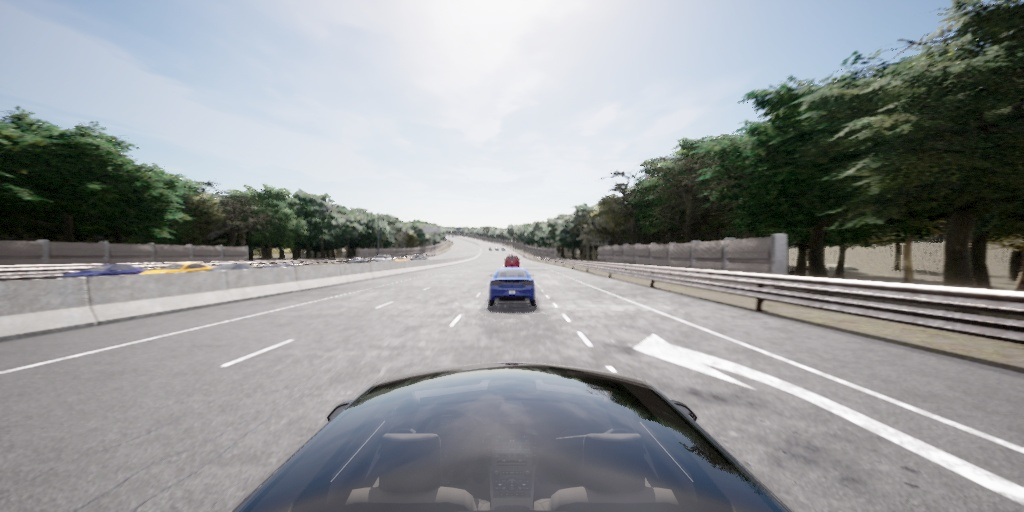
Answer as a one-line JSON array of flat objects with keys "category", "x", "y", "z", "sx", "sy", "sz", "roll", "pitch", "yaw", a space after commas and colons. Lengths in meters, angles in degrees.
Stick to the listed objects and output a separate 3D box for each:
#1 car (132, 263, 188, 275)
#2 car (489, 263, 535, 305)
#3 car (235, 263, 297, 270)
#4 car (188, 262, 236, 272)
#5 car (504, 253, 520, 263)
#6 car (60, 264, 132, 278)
[{"category": "car", "x": -24.568, "y": 1.237, "z": 26.753, "sx": 1.882, "sy": 1.535, "sz": 5.008, "roll": 0, "pitch": 0, "yaw": 0}, {"category": "car", "x": 0.008, "y": 1.241, "z": 16.262, "sx": 1.882, "sy": 1.535, "sz": 5.008, "roll": 0, "pitch": 0, "yaw": 0}, {"category": "car", "x": -17.572, "y": 1.307, "z": 26.992, "sx": 2.033, "sy": 1.411, "sz": 5.357, "roll": 0, "pitch": 0, "yaw": 0}, {"category": "car", "x": -21.070, "y": 1.285, "z": 26.844, "sx": 1.812, "sy": 1.442, "sz": 4.674, "roll": 0, "pitch": 0, "yaw": 0}, {"category": "car", "x": 0.026, "y": 0.899, "z": 52.016, "sx": 2.150, "sy": 2.045, "sz": 5.566, "roll": 0, "pitch": 0, "yaw": 0}, {"category": "car", "x": -28.074, "y": 1.287, "z": 24.937, "sx": 1.812, "sy": 1.442, "sz": 4.674, "roll": 0, "pitch": 0, "yaw": 0}]
